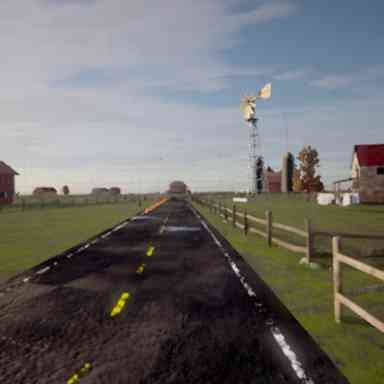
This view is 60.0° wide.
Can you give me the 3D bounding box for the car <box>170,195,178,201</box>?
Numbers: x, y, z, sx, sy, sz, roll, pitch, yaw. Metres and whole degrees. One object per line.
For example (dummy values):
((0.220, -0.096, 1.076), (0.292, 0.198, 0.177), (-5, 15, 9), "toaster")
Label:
((-4.304, 1.525, 80.094), (1.994, 1.385, 4.181), (0, 0, -2), "car")
